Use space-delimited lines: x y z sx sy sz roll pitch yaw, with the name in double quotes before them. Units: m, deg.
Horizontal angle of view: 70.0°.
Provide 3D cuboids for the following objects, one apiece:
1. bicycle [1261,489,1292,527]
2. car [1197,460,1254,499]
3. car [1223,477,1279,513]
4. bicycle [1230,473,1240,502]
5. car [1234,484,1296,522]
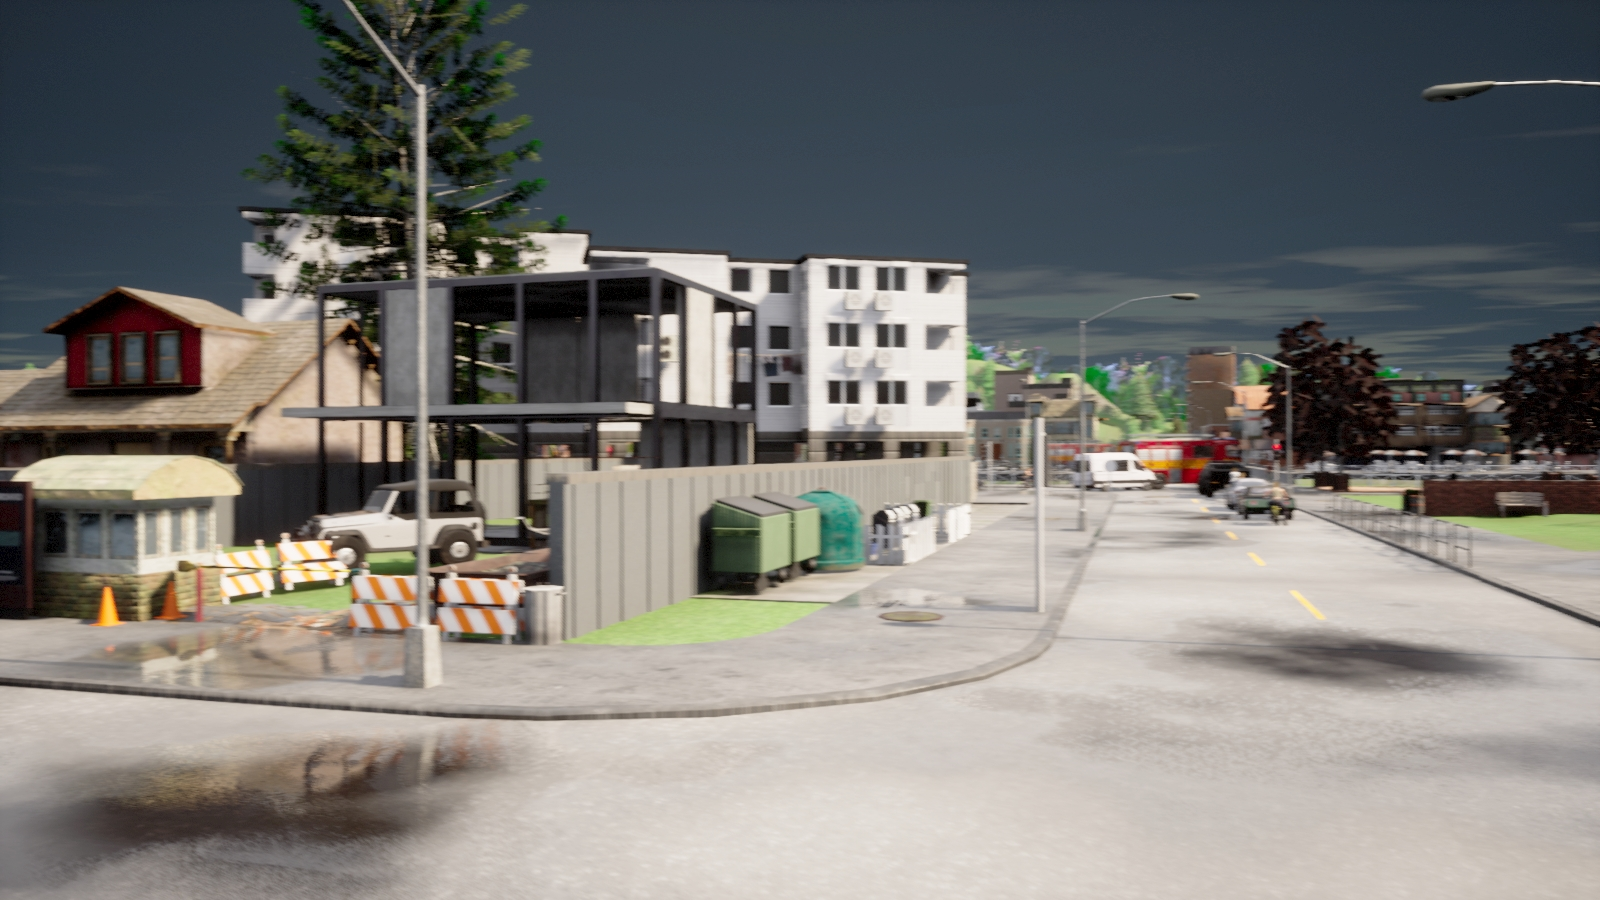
"bicycle" 17.349 2.103 41.647 0.859 1.276 1.487 0 0 16
"car" 24.689 1.677 66.548 2.390 2.098 6.274 0 0 14
"car" 20.658 2.017 52.513 2.002 1.442 4.674 0 0 17
"bicycle" 23.110 1.984 60.753 0.373 1.496 1.643 0 0 17
"car" 18.758 2.096 46.252 1.895 1.301 4.718 0 0 17
